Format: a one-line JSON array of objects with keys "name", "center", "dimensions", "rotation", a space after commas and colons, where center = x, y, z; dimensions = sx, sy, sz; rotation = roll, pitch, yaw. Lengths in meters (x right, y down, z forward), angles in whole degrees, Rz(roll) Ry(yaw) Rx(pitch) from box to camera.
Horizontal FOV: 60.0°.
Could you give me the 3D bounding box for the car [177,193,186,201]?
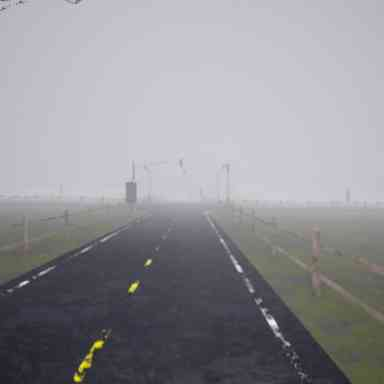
[{"name": "car", "center": [-2.664, 1.196, 85.897], "dimensions": [2.150, 2.045, 5.566], "rotation": [0, 0, 0]}]
